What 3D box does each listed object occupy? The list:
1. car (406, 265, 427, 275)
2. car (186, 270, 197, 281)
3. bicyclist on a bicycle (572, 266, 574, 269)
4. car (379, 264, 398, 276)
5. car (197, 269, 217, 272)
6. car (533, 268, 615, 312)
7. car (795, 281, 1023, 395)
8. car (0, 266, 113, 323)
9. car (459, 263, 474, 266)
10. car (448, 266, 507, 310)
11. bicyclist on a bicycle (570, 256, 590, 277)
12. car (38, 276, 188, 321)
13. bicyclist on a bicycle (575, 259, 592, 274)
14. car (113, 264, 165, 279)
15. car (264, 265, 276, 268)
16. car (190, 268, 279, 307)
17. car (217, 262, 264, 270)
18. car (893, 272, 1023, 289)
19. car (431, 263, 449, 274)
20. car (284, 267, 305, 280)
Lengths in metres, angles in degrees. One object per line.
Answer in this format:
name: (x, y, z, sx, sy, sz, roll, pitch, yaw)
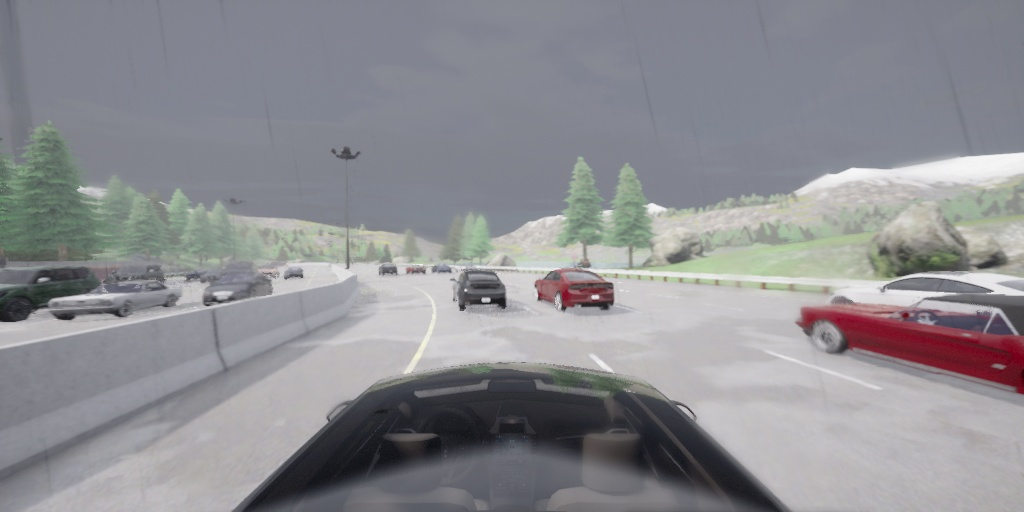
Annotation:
car: (-13.060, 1.817, 48.563, 1.895, 1.301, 4.718, -1, 0, -28)
car: (-38.687, 2.333, 44.575, 1.895, 1.301, 4.718, -1, 0, -28)
bicyclist on a bicycle: (7.196, 1.083, 36.242, 1.656, 1.620, 0.582, 24, -13, -26)
car: (-16.456, 1.759, 47.506, 1.882, 1.535, 5.008, -1, 0, -28)
car: (-31.445, 2.115, 38.306, 1.994, 1.385, 4.181, -1, 0, -27)
car: (2.273, 1.239, 14.434, 1.882, 1.535, 5.008, 0, 0, -12)
car: (7.008, 1.224, 5.414, 1.895, 1.301, 4.718, -1, 0, -3)
car: (-19.538, 1.430, 14.375, 2.150, 2.045, 5.566, -1, -1, -19)
car: (-6.714, 1.699, 51.530, 1.895, 1.301, 4.718, -1, 0, -28)
car: (-1.511, 1.349, 15.349, 1.837, 1.490, 4.892, 0, 0, -14)
bicyclist on a bicycle: (6.962, 1.091, 36.701, 1.656, 1.620, 0.582, 25, -12, -25)
car: (-16.025, 1.739, 14.853, 1.895, 1.301, 4.718, -1, 0, -18)
bicyclist on a bicycle: (7.449, 1.078, 35.727, 1.656, 1.620, 0.582, 23, -10, -25)
car: (-30.800, 1.721, 29.514, 2.150, 2.045, 5.566, -1, 0, -28)
car: (-32.538, 2.030, 47.912, 2.097, 1.767, 4.553, -1, 0, -28)
car: (-13.465, 1.590, 17.909, 2.128, 1.511, 4.902, -1, 0, -21)
car: (-24.436, 1.604, 32.457, 2.150, 2.045, 5.566, -1, 0, -28)
car: (10.196, 1.097, 8.499, 1.812, 1.442, 4.674, -1, 0, -6)
car: (-9.902, 1.722, 50.076, 1.994, 1.385, 4.181, -1, 0, -28)
car: (-25.885, 2.003, 42.804, 2.033, 1.411, 5.357, -1, 0, -28)
